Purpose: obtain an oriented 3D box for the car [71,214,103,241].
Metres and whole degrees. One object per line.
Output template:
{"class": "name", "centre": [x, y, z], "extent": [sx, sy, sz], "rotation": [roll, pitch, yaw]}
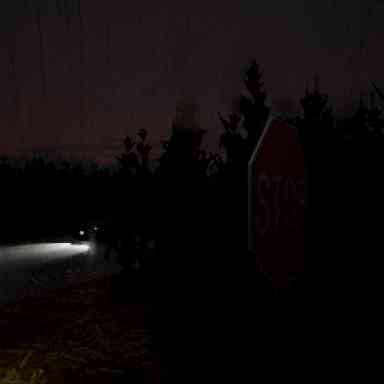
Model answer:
{"class": "car", "centre": [-3.577, 1.572, 15.878], "extent": [1.994, 1.385, 4.181], "rotation": [0, 0, 35]}
